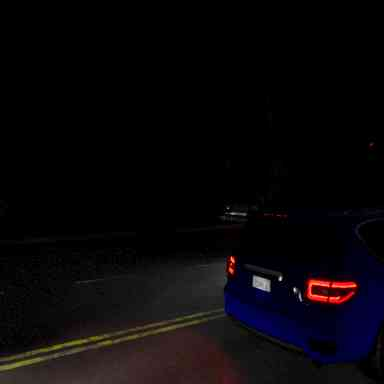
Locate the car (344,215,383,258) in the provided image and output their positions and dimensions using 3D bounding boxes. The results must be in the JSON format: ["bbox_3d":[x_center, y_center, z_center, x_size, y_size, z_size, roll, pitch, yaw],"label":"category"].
[{"bbox_3d":[8.280,1.601,13.027,4.718,1.301,1.895,0,0,-31],"label":"car"}]

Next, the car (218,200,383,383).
[{"bbox_3d":[3.109,1.221,5.558,5.566,2.045,2.150,0,0,-33],"label":"car"}]

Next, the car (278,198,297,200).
[{"bbox_3d":[7.942,1.547,29.232,2.033,1.411,5.357,0,0,-31],"label":"car"}]

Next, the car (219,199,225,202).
[{"bbox_3d":[2.656,1.491,38.116,2.128,1.511,4.902,0,0,-31],"label":"car"}]
